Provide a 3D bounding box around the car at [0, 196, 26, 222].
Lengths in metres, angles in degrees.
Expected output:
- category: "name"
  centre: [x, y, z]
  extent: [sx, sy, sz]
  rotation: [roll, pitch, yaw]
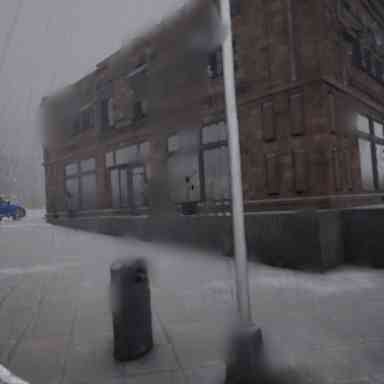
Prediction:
- category: "car"
  centre: [-14.697, 1.303, 24.100]
  extent: [2.150, 2.045, 5.566]
  rotation: [-4, 0, 13]
